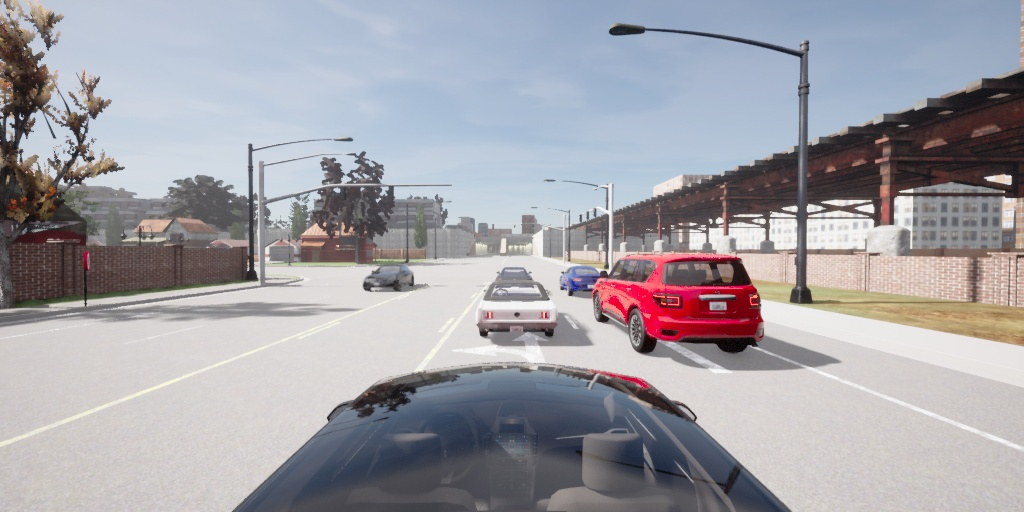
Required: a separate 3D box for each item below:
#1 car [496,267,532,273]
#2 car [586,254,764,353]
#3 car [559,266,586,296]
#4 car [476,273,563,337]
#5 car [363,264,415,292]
[{"bbox_3d":[0.113,1.255,18.988,1.994,1.385,4.181,0,0,0],"label":"car"},{"bbox_3d":[3.607,0.961,8.982,2.150,2.045,5.566,0,0,0],"label":"car"},{"bbox_3d":[3.615,1.221,18.685,1.812,1.442,4.674,0,0,0],"label":"car"},{"bbox_3d":[0.107,1.335,10.235,1.895,1.301,4.718,0,0,0],"label":"car"},{"bbox_3d":[-7.006,1.205,20.920,1.812,1.442,4.674,0,0,0],"label":"car"}]
